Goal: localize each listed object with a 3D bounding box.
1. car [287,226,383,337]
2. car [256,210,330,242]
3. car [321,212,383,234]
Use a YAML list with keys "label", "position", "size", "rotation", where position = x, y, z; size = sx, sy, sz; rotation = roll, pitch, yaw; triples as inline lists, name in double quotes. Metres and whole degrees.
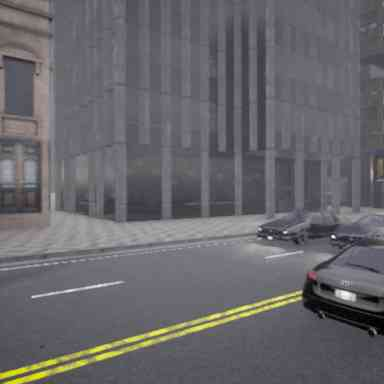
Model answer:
- label: "car"
  position: [4.004, 1.566, 6.302]
  size: [4.181, 1.385, 1.994]
  rotation: [0, 0, -35]
- label: "car"
  position: [5.452, 1.547, 15.565]
  size: [5.357, 1.411, 2.033]
  rotation: [0, 0, -36]
- label: "car"
  position: [7.666, 1.547, 13.149]
  size: [5.357, 1.411, 2.033]
  rotation: [0, 0, -36]
